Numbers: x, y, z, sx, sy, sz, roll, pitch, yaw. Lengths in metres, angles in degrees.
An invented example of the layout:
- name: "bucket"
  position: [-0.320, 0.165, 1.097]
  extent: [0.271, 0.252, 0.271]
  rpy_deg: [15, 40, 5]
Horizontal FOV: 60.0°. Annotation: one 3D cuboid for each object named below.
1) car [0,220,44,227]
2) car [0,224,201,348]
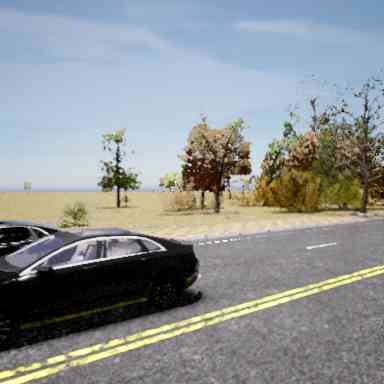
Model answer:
- name: "car"
  position: [-5.054, 1.496, 8.012]
  extent: [4.892, 1.490, 1.837]
  rpy_deg: [-1, 1, -35]
- name: "car"
  position: [-2.118, 1.467, 6.110]
  extent: [4.902, 1.511, 2.128]
  rpy_deg: [-1, 1, -35]
